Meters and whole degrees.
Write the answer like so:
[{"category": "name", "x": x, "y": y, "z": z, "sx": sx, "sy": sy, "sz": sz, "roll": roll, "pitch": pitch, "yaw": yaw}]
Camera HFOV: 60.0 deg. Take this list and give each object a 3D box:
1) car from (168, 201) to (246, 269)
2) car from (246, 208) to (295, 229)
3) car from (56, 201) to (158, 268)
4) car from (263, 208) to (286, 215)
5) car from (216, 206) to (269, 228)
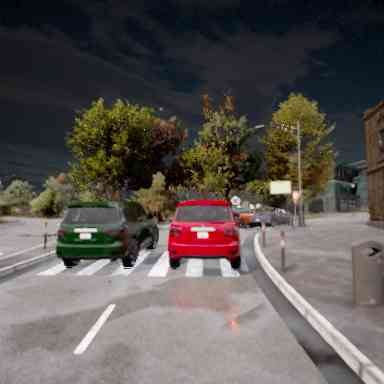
[{"category": "car", "x": 0.528, "y": 1.316, "z": 11.758, "sx": 2.150, "sy": 2.045, "sz": 5.566, "roll": 0, "pitch": -1, "yaw": 5}, {"category": "car", "x": 6.260, "y": 2.107, "z": 25.983, "sx": 1.994, "sy": 1.385, "sz": 4.181, "roll": -10, "pitch": -9, "yaw": 44}, {"category": "car", "x": -2.711, "y": 1.347, "z": 11.894, "sx": 2.150, "sy": 2.045, "sz": 5.566, "roll": -1, "pitch": -1, "yaw": 5}, {"category": "car", "x": 19.036, "y": 4.556, "z": 76.781, "sx": 4.674, "sy": 1.442, "sz": 1.812, "roll": -3, "pitch": -6, "yaw": 37}, {"category": "car", "x": 4.353, "y": 2.123, "z": 28.411, "sx": 4.553, "sy": 1.767, "sz": 2.097, "roll": 3, "pitch": -6, "yaw": -45}]
